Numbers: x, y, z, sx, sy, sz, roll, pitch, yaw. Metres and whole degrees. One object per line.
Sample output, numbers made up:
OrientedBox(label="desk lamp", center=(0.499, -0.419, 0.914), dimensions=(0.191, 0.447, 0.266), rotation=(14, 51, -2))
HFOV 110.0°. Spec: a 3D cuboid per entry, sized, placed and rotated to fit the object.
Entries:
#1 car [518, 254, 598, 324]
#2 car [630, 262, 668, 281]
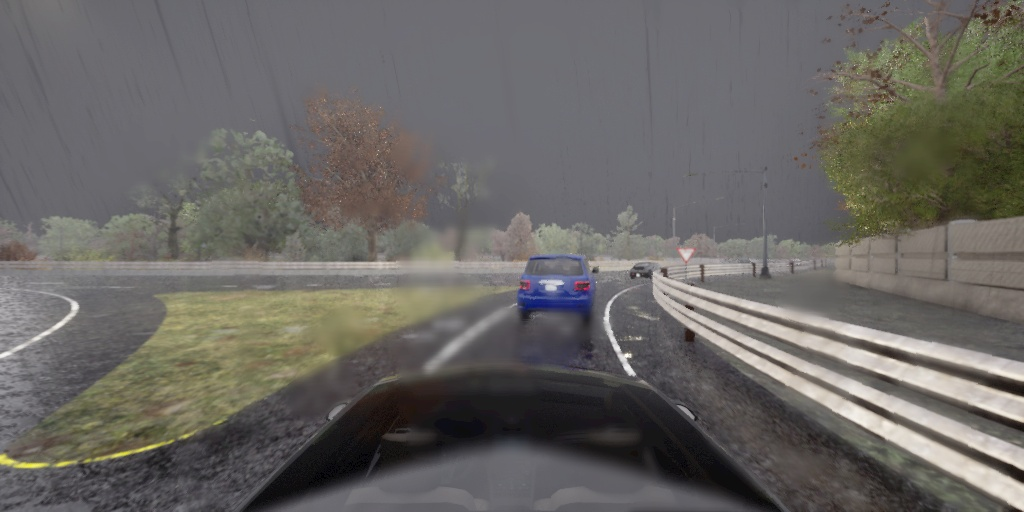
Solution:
OrientedBox(label="car", center=(1.716, 0.961, 12.217), dimensions=(2.150, 2.045, 5.566), rotation=(0, 0, 14))
OrientedBox(label="car", center=(11.662, 1.255, 30.366), dimensions=(1.837, 1.490, 4.892), rotation=(-1, 0, 42))
